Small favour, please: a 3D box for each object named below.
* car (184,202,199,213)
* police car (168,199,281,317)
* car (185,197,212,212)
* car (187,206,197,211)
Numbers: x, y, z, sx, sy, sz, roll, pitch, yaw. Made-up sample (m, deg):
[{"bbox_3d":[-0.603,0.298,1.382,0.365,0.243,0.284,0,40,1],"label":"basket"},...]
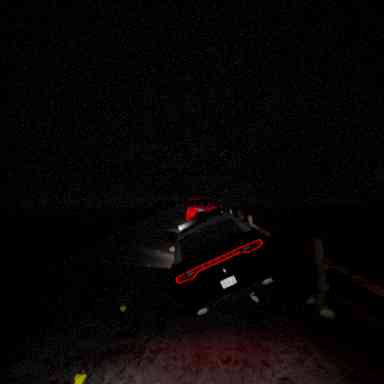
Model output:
[{"bbox_3d":[-0.032,2.109,45.682,2.033,1.411,5.357,0,-1,0],"label":"car"},{"bbox_3d":[0.493,1.276,7.870,1.930,1.638,5.238,-25,-1,0],"label":"police car"},{"bbox_3d":[0.699,1.435,23.692,2.150,2.045,5.566,-3,-3,3],"label":"car"},{"bbox_3d":[0.809,1.716,17.747,1.812,1.442,4.674,0,-1,0],"label":"car"}]
